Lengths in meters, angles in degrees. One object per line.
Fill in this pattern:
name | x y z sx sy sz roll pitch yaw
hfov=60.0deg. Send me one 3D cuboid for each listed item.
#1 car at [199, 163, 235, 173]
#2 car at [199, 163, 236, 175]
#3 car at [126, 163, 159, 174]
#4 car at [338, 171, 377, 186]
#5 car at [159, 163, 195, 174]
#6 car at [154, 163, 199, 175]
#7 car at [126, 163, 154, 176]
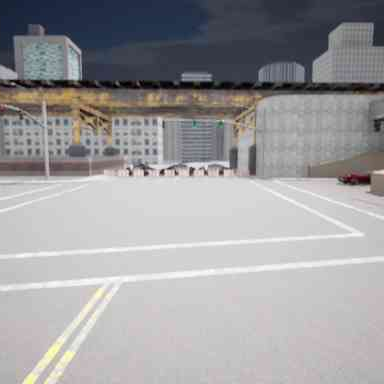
car | 3.359 -3.230 44.692 4.536 1.218 1.853 4 7 29
car | 3.405 -3.071 44.685 4.974 1.542 2.038 4 7 29
car | -6.614 -3.148 43.989 4.536 1.218 1.853 6 9 44
car | 16.000 -1.293 30.517 4.718 1.301 1.895 0 7 -1
car | -1.926 -3.145 43.957 4.536 1.218 1.853 -5 8 -36
car | -1.968 -2.985 43.944 4.974 1.542 2.038 -5 8 -36
car | -6.576 -2.988 43.971 4.974 1.542 2.038 6 9 44
